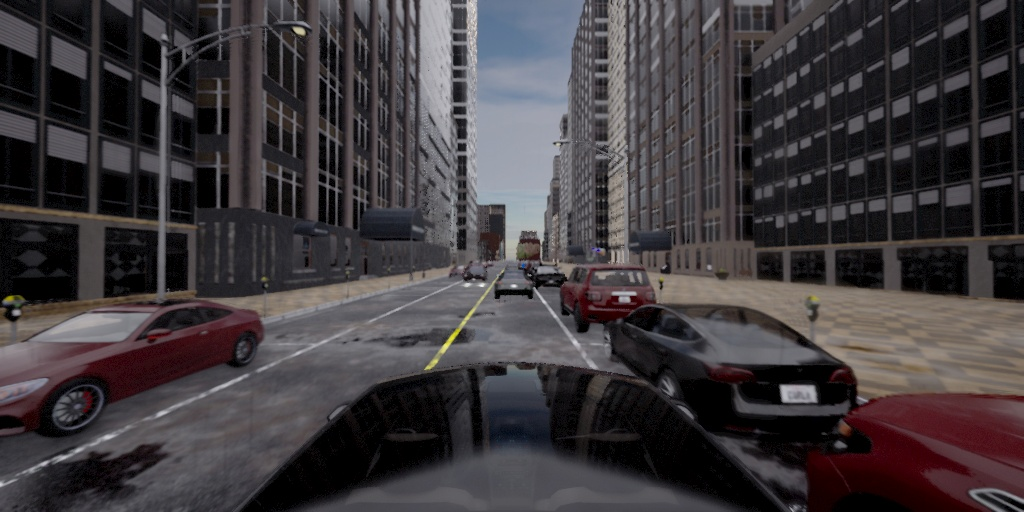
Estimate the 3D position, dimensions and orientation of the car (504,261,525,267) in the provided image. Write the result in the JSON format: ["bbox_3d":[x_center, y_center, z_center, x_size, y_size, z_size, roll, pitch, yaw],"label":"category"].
[{"bbox_3d":[0.090,1.578,42.556,2.128,1.511,4.902,0,-1,0],"label":"car"}]

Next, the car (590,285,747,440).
[{"bbox_3d":[2.690,1.347,5.442,1.948,1.339,4.313,0,0,0],"label":"car"}]

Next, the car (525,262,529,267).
[{"bbox_3d":[2.683,1.622,38.676,1.948,1.339,4.313,0,0,0],"label":"car"}]

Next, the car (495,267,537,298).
[{"bbox_3d":[0.097,1.461,19.474,1.994,1.385,4.181,0,-1,0],"label":"car"}]

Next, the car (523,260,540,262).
[{"bbox_3d":[2.682,1.416,44.216,2.192,1.841,5.009,0,0,0],"label":"car"}]

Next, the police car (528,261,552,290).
[{"bbox_3d":[2.363,1.361,24.118,1.930,1.638,5.238,0,0,0],"label":"police car"}]

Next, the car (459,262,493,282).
[{"bbox_3d":[-3.105,1.548,31.908,2.033,1.411,5.357,0,-1,0],"label":"car"}]

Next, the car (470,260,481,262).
[{"bbox_3d":[-5.701,1.507,55.292,2.192,1.841,5.009,0,0,0],"label":"car"}]

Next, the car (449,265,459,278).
[{"bbox_3d":[-5.697,1.638,38.674,1.802,1.307,4.207,0,0,0],"label":"car"}]

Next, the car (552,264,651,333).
[{"bbox_3d":[2.689,1.142,10.981,2.192,1.841,5.009,0,0,0],"label":"car"}]

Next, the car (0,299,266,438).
[{"bbox_3d":[-5.690,1.363,5.440,1.802,1.307,4.207,0,0,0],"label":"car"}]
